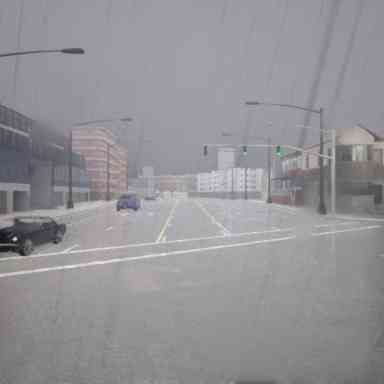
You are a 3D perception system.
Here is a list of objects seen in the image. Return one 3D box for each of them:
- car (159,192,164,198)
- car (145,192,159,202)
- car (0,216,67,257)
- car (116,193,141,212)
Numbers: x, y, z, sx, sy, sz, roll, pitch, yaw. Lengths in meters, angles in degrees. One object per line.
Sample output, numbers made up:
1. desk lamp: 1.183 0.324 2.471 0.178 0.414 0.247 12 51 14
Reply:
1. car: -8.623 0.955 89.019 2.150 2.045 5.566 0 -1 -1
2. car: -7.975 1.025 63.894 1.882 1.535 5.008 0 0 -1
3. car: -6.667 1.649 13.196 1.895 1.301 4.718 0 0 -1
4. car: -7.327 1.197 38.816 2.150 2.045 5.566 0 1 -1
